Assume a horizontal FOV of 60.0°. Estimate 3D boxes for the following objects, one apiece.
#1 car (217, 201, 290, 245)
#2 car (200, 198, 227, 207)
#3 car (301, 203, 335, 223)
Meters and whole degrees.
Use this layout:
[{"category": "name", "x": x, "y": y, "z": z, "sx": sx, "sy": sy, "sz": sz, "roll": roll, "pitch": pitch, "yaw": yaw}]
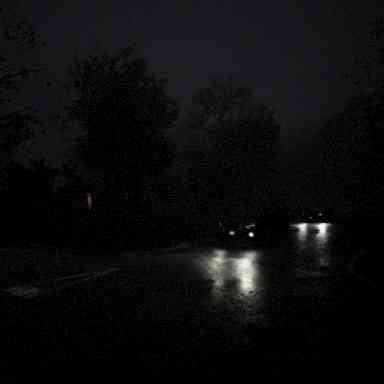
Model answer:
[{"category": "car", "x": 3.537, "y": 1.589, "z": 18.248, "sx": 2.150, "sy": 2.045, "sz": 5.566, "roll": -3, "pitch": -1, "yaw": 36}, {"category": "car", "x": 3.690, "y": 1.833, "z": 57.172, "sx": 4.181, "sy": 1.385, "sz": 1.994, "roll": -2, "pitch": -1, "yaw": 35}, {"category": "car", "x": 10.698, "y": 1.700, "z": 28.046, "sx": 1.812, "sy": 1.442, "sz": 4.674, "roll": -3, "pitch": -1, "yaw": 36}]
